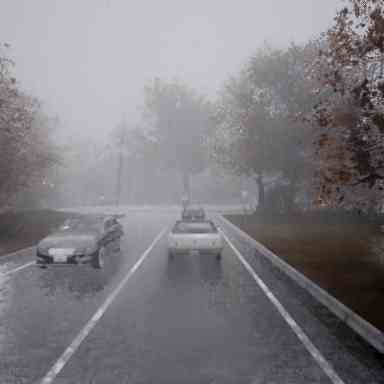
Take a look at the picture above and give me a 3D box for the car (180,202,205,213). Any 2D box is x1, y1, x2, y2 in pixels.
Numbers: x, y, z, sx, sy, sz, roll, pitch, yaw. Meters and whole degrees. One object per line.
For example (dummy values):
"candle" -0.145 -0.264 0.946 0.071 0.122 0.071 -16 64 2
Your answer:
"car" 0.091 1.819 28.336 1.895 1.301 4.718 0 0 0

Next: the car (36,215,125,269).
"car" -3.600 1.580 11.534 2.128 1.511 4.902 0 0 0

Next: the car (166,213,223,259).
"car" 0.094 1.701 12.984 1.895 1.301 4.718 0 0 0

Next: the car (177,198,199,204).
"car" -0.811 2.064 70.279 4.902 1.511 2.128 0 0 -1

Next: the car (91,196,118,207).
"car" -16.020 1.688 61.179 2.150 2.045 5.566 -1 -1 28
